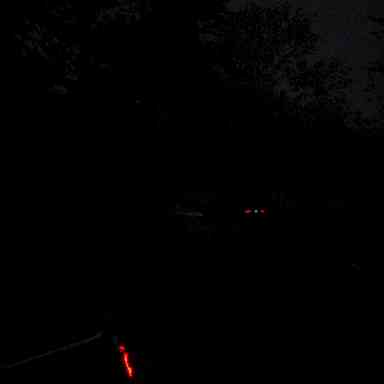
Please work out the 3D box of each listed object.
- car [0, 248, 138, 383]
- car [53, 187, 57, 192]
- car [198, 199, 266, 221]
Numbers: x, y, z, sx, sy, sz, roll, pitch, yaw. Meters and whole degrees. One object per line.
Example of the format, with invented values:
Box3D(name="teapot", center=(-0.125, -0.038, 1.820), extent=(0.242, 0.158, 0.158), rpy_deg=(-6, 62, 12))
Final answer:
Box3D(name="car", center=(-2.629, 1.361, 1.969), extent=(4.553, 1.767, 2.097), rpy_deg=(0, -1, -38))
Box3D(name="car", center=(-30.377, -0.350, 73.828), extent=(2.128, 1.511, 4.902), rpy_deg=(2, -1, -33))
Box3D(name="car", center=(2.626, 1.162, 22.994), extent=(2.033, 1.411, 5.357), rpy_deg=(2, 1, -34))
